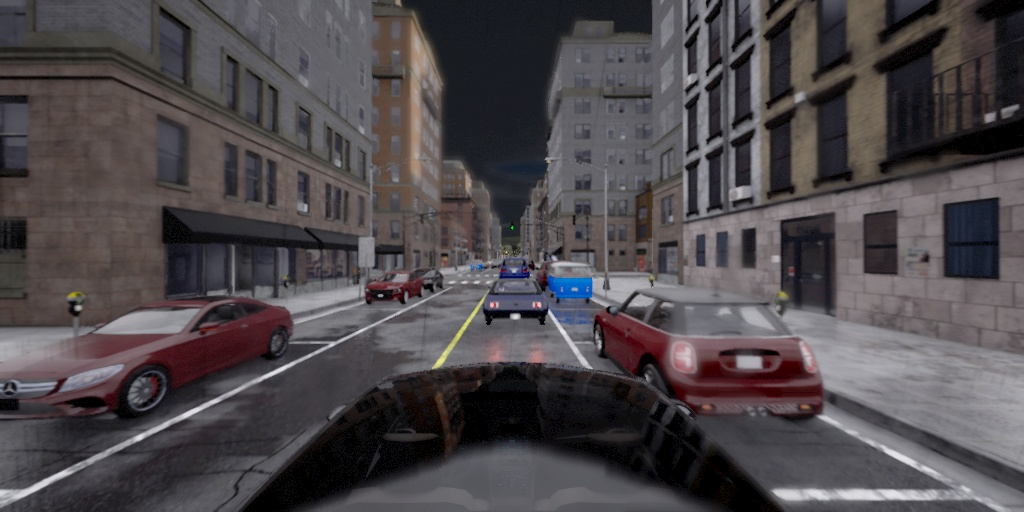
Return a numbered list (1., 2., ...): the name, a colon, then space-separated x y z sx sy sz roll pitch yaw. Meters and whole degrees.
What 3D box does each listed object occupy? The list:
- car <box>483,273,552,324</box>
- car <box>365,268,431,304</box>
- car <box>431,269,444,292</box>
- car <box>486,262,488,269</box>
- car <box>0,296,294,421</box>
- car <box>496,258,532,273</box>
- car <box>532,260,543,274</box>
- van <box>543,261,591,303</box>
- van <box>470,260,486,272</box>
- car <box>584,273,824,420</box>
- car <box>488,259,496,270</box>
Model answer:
1. car: 0.102 1.423 12.299 1.895 1.301 4.718 0 0 0
2. car: -5.387 1.398 16.935 1.888 1.381 4.507 0 0 0
3. car: -5.387 1.456 22.446 1.948 1.339 4.313 0 0 0
4. car: -5.403 1.738 65.221 1.948 1.339 4.313 0 0 0
5. car: -5.387 1.361 5.913 1.802 1.307 4.207 0 0 0
6. car: 0.239 1.140 26.722 2.150 2.045 5.566 0 0 2
7. car: 2.638 1.205 22.446 2.192 1.841 5.009 0 0 0
8. van: 2.638 1.194 16.935 1.690 1.789 3.998 0 0 0
9. van: -5.406 1.442 54.409 1.690 1.789 3.998 0 0 0
10. car: 2.638 1.218 5.913 1.967 1.591 4.097 0 0 0
11. car: -2.780 1.675 64.944 1.837 1.490 4.892 0 0 1
